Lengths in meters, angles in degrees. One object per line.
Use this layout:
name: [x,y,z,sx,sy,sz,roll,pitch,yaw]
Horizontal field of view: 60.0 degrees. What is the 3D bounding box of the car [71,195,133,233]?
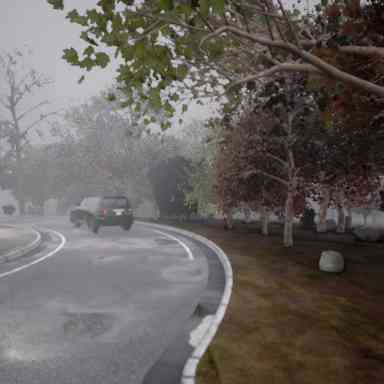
car: [-5.471,1.212,19.890,2.150,2.045,5.566,0,0,-36]
